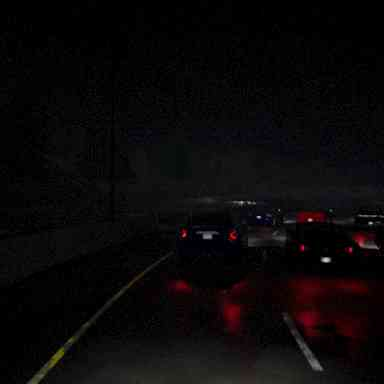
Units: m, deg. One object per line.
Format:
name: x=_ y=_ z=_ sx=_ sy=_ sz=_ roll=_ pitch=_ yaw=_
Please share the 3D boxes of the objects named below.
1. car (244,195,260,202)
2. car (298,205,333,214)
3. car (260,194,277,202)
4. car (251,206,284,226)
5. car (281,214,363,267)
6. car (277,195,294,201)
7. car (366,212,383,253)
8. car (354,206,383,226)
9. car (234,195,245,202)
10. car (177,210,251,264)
car: x=14.173 y=1.439 z=74.086 sx=2.033 sy=1.411 sz=5.357 roll=0 pitch=1 yaw=31
car: x=8.904 y=1.672 z=23.903 sx=1.882 sy=1.535 sz=5.008 roll=0 pitch=0 yaw=29
car: x=17.197 y=1.240 z=72.325 sx=2.097 sy=1.767 sz=4.553 roll=0 pitch=1 yaw=31
car: x=5.708 y=1.771 z=25.368 sx=1.994 sy=1.385 sz=4.181 roll=0 pitch=0 yaw=29
car: x=4.378 y=1.697 z=11.839 sx=1.895 sy=1.301 sz=4.718 roll=0 pitch=0 yaw=12
car: x=20.195 y=1.372 z=70.517 sx=1.837 sy=1.490 sz=4.892 roll=0 pitch=1 yaw=31
car: x=7.773 y=1.641 z=10.999 sx=2.033 sy=1.411 sz=5.357 roll=0 pitch=0 yaw=12
car: x=11.904 y=1.674 z=22.106 sx=2.128 sy=1.511 sz=4.902 roll=0 pitch=0 yaw=29
car: x=11.161 y=1.413 z=75.869 sx=1.837 sy=1.490 sz=4.892 roll=0 pitch=1 yaw=31
car: x=0.955 y=1.448 z=12.548 sx=2.097 sy=1.767 sz=4.553 roll=0 pitch=-1 yaw=13
